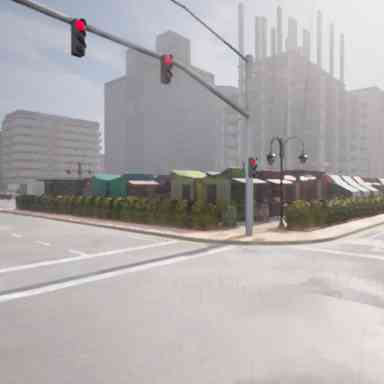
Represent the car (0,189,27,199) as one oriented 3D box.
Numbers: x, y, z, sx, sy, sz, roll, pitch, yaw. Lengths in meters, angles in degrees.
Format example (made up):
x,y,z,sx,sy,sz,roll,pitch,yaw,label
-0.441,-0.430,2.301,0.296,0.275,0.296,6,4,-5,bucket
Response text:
x,y,z,sx,sy,sz,roll,pitch,yaw,label
-32.479,0.372,61.255,1.905,1.878,3.866,1,1,42,car
